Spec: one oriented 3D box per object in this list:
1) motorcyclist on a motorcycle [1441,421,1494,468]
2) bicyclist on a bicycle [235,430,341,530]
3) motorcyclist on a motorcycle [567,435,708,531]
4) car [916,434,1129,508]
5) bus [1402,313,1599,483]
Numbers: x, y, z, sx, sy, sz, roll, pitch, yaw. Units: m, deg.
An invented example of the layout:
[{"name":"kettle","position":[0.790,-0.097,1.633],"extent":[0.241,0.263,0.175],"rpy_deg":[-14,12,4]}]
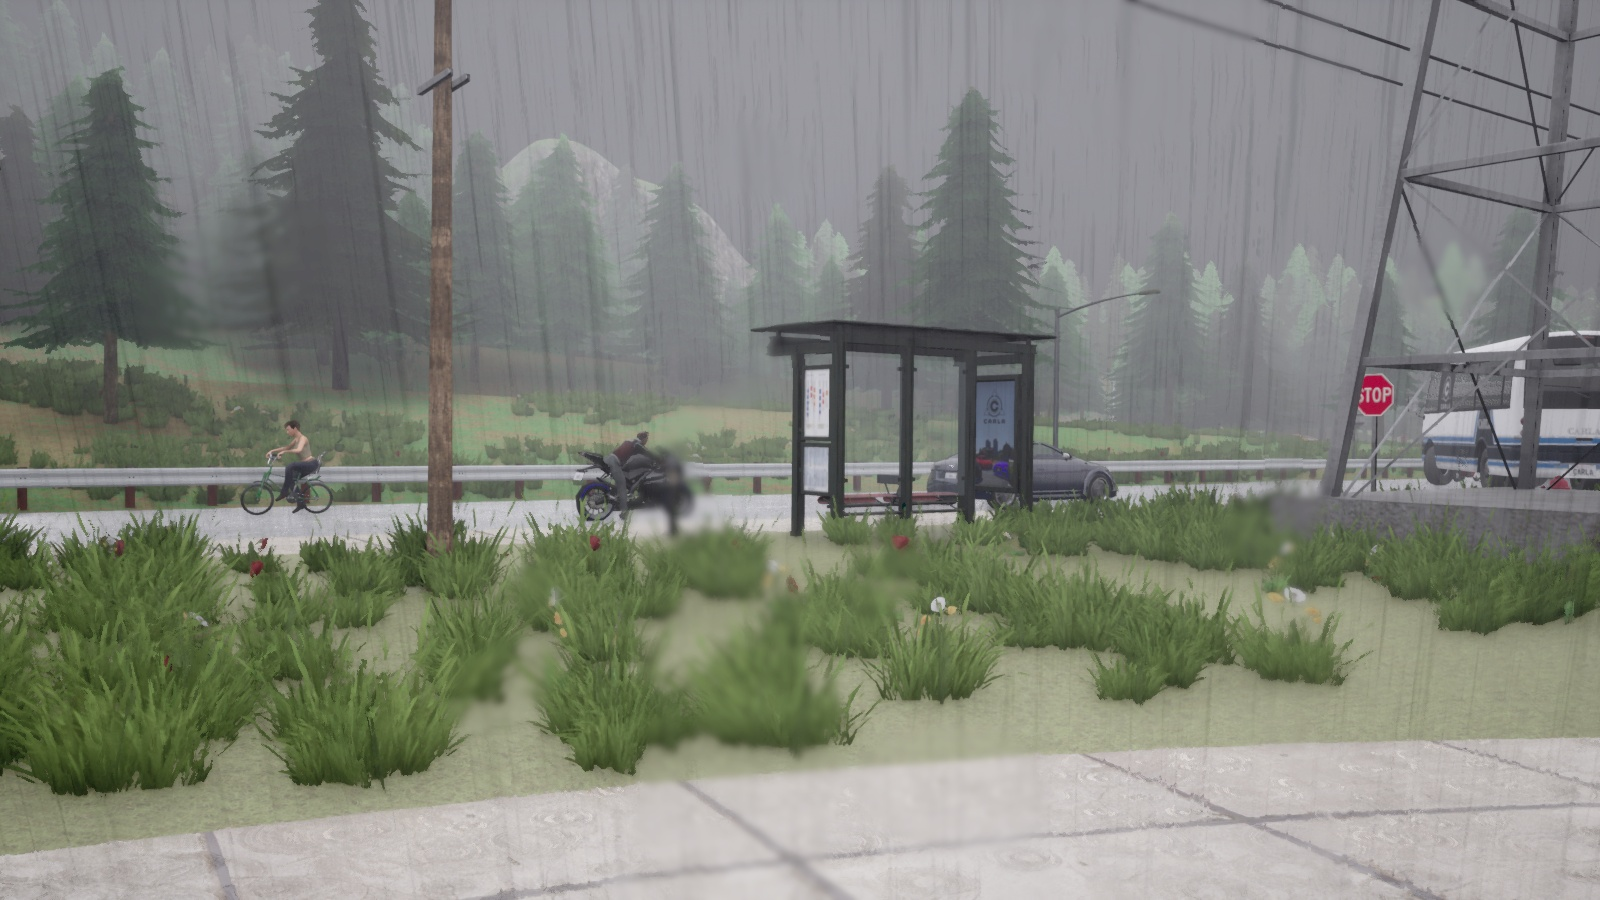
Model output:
[{"name":"motorcyclist on a motorcycle","position":[22.955,-0.199,43.160],"extent":[1.817,1.590,0.866],"rpy_deg":[-1,1,-35]},{"name":"bicyclist on a bicycle","position":[-8.697,0.481,21.338],"extent":[1.509,1.612,0.866],"rpy_deg":[-1,1,-34]},{"name":"motorcyclist on a motorcycle","position":[-2.729,0.518,21.208],"extent":[2.191,1.530,0.866],"rpy_deg":[-1,1,-35]},{"name":"car","position":[4.695,0.383,26.325],"extent":[4.181,1.385,1.994],"rpy_deg":[-1,1,-34]},{"name":"bus","position":[20.869,-1.400,36.621],"extent":[3.944,4.253,10.273],"rpy_deg":[0,1,14]}]
